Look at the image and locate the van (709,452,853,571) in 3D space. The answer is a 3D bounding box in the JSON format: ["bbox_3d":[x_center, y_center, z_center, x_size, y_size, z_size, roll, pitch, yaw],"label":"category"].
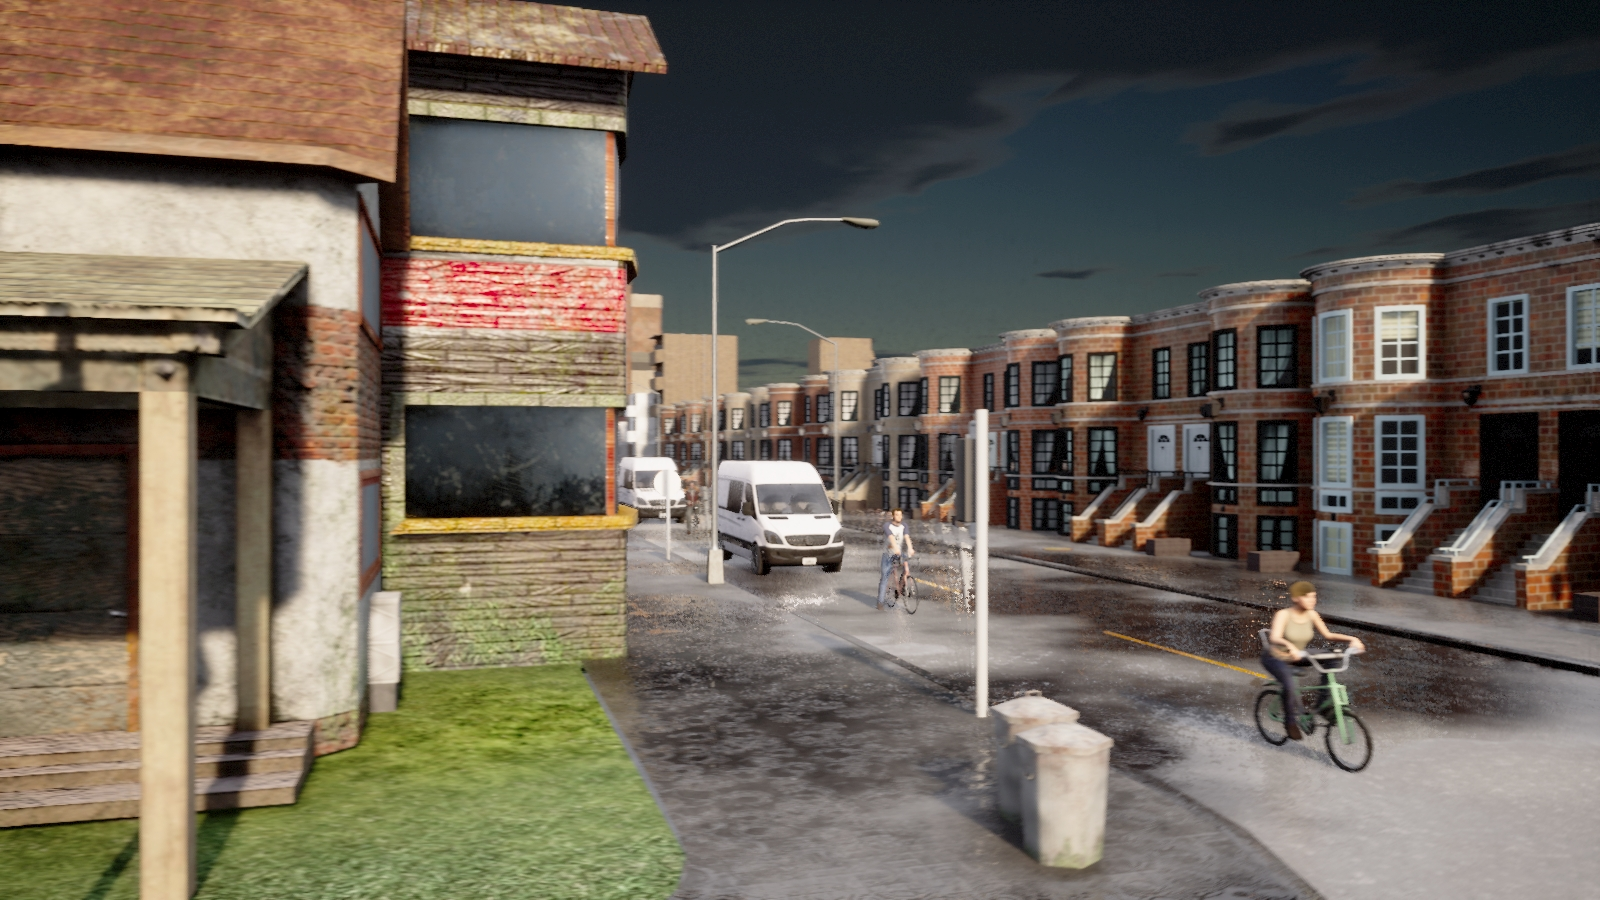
[{"bbox_3d":[-0.631,1.341,27.966,1.988,2.561,5.915,0,0,-17],"label":"van"}]

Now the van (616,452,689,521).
[{"bbox_3d":[-5.992,1.363,45.775,1.988,2.561,5.915,0,0,-17],"label":"van"}]
